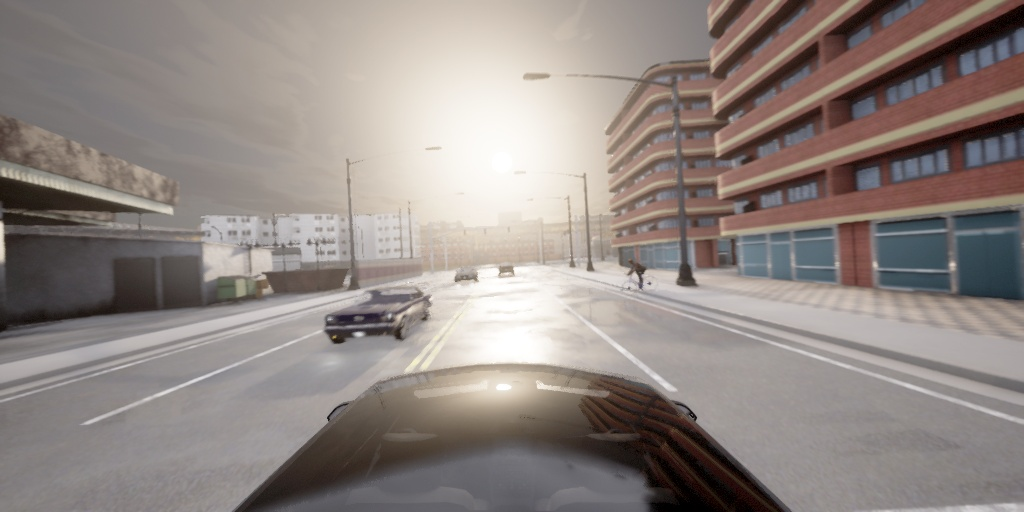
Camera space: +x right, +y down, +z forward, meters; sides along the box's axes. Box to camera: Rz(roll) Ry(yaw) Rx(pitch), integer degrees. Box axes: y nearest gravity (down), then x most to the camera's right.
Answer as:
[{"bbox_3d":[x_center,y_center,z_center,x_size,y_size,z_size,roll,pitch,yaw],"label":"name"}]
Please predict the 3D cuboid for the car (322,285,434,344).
[{"bbox_3d":[-3.751,1.608,10.891,1.895,1.301,4.718,-3,0,-1],"label":"car"}]

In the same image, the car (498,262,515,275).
[{"bbox_3d":[-0.693,1.503,44.025,1.882,1.535,5.008,-3,0,-1],"label":"car"}]

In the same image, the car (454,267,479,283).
[{"bbox_3d":[-4.141,1.718,33.154,1.994,1.385,4.181,-3,0,-1],"label":"car"}]

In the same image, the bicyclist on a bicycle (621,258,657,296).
[{"bbox_3d":[5.592,0.885,16.008,1.656,1.620,0.582,-12,0,-1],"label":"bicyclist on a bicycle"}]
